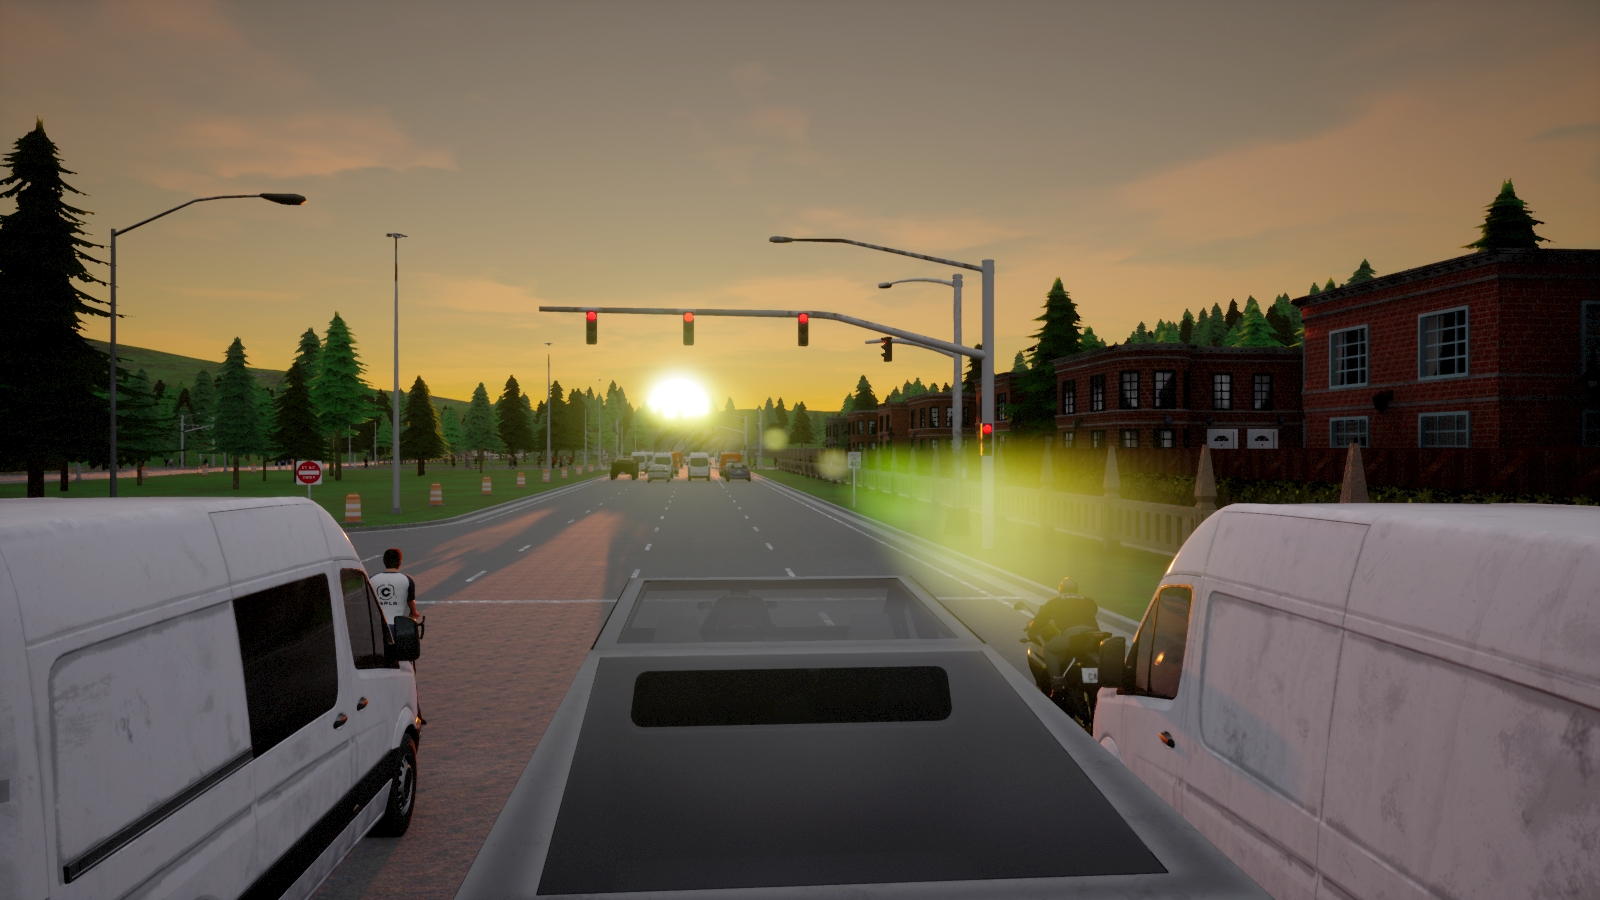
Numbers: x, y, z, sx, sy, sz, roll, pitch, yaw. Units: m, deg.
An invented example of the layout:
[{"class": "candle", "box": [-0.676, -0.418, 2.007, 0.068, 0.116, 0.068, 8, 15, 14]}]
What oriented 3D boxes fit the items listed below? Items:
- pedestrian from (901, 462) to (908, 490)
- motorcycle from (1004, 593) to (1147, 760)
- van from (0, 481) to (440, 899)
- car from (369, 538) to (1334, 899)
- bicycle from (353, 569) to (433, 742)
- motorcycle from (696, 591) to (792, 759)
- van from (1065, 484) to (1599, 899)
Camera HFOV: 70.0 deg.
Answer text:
[{"class": "pedestrian", "box": [6.838, 1.698, 74.558, 0.375, 1.860, 0.375, 0, 0, -5]}, {"class": "motorcycle", "box": [2.714, 2.205, 11.543, 0.867, 1.251, 2.209, 0, 0, -2]}, {"class": "van", "box": [-3.677, 1.534, 6.378, 1.988, 2.561, 5.915, 0, 0, -5]}, {"class": "car", "box": [-0.117, 1.754, 5.929, 2.390, 2.098, 6.274, 0, 0, -5]}, {"class": "bicycle", "box": [-4.173, 2.056, 11.794, 0.373, 1.496, 1.643, 0, 0, -5]}, {"class": "motorcycle", "box": [-0.613, 2.205, 11.622, 0.867, 1.251, 2.209, 0, 0, -6]}, {"class": "van", "box": [3.020, 1.534, 5.590, 1.988, 2.561, 5.915, 0, 0, -1]}]
